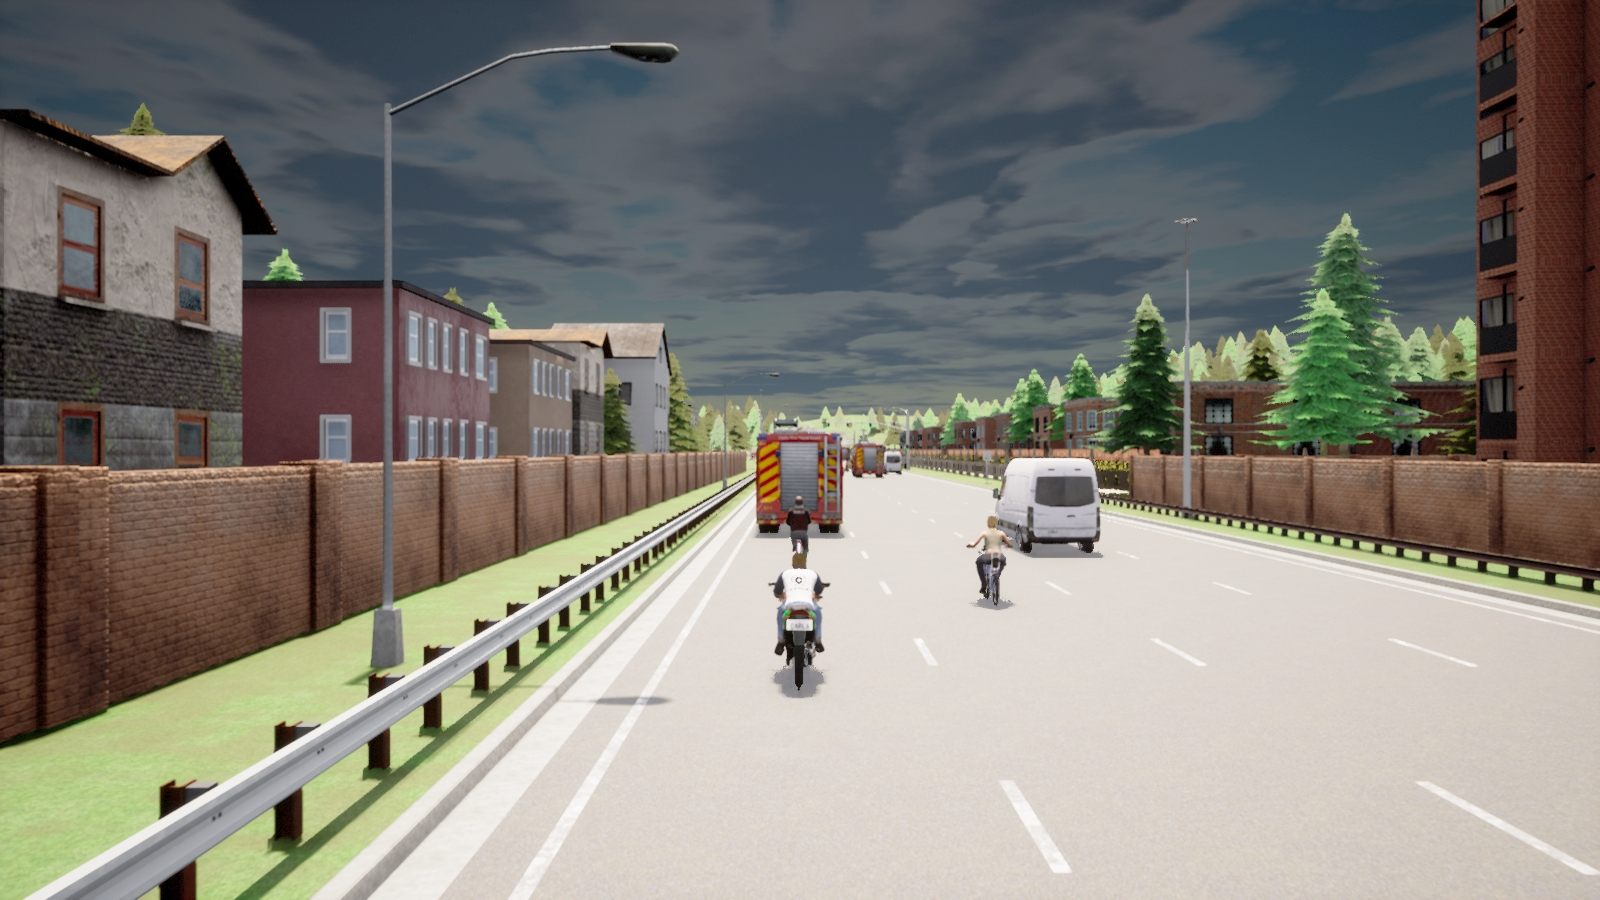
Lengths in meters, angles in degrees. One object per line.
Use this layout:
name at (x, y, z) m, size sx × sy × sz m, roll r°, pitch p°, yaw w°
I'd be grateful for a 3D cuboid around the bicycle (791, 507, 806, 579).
bicycle at (-0.027, 2.055, 25.719) m, size 0.329 × 1.471 × 1.835 m, roll 0°, pitch 0°, yaw 0°

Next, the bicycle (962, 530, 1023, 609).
bicycle at (3.485, 2.154, 20.837) m, size 0.859 × 1.277 × 1.487 m, roll 0°, pitch 0°, yaw 0°

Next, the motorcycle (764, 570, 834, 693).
motorcycle at (-0.010, 2.182, 14.084) m, size 0.803 × 1.199 × 2.033 m, roll 0°, pitch 0°, yaw 0°

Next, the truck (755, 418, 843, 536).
truck at (-0.034, 0.883, 41.558) m, size 2.891 × 3.827 × 8.468 m, roll 0°, pitch 0°, yaw 0°

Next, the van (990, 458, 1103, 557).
van at (6.973, 1.528, 32.983) m, size 1.988 × 2.561 × 5.915 m, roll 0°, pitch 0°, yaw 0°
